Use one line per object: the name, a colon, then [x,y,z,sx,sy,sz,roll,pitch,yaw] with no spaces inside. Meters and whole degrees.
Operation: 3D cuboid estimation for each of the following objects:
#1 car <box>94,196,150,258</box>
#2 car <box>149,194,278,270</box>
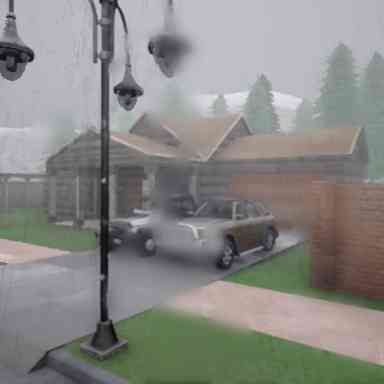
car: [-1.259,1.026,11.402,1.905,1.878,3.866,1,1,35]
car: [1.024,1.056,10.280,1.932,1.855,4.605,1,1,35]
